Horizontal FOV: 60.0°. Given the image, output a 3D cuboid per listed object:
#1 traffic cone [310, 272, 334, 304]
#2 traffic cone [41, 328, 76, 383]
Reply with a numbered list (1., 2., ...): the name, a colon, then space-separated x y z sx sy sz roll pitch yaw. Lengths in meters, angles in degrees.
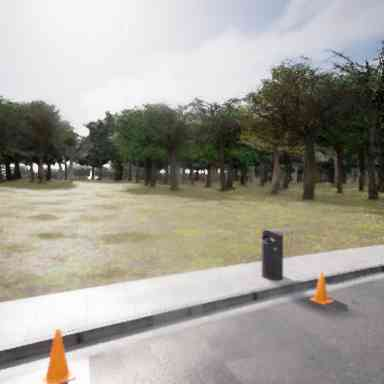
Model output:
1. traffic cone: 2.662 1.932 6.816 0.340 0.580 0.340 0 0 -32
2. traffic cone: -1.610 1.935 4.007 0.340 0.580 0.340 0 0 -35
